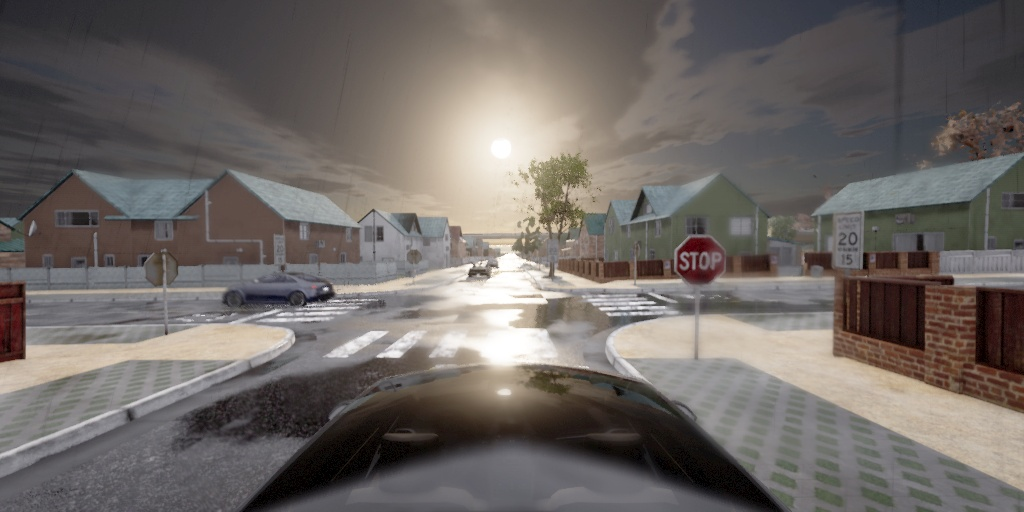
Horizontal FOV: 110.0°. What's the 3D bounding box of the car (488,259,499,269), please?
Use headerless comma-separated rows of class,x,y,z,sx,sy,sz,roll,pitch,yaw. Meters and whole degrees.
car,-2.917,1.184,53.936,1.837,1.490,4.892,0,0,0

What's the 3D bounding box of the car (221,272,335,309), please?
car,-9.920,1.402,15.367,4.181,1.385,1.994,-1,2,4

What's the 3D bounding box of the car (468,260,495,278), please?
car,-2.906,1.308,32.917,1.895,1.301,4.718,0,0,0
